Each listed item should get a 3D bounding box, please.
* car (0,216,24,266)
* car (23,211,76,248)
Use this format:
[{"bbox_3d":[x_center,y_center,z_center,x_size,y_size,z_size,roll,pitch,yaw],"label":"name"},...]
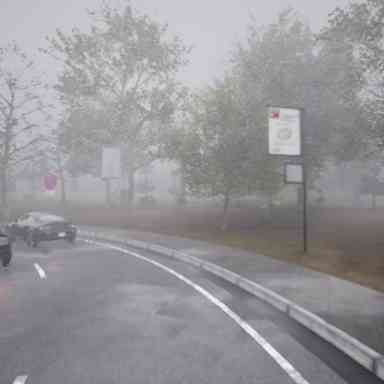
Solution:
[{"bbox_3d":[-7.408,1.605,11.197,2.128,1.511,4.902,-1,0,-37],"label":"car"},{"bbox_3d":[-7.075,1.630,15.504,4.674,1.442,1.812,-1,0,45],"label":"car"}]
